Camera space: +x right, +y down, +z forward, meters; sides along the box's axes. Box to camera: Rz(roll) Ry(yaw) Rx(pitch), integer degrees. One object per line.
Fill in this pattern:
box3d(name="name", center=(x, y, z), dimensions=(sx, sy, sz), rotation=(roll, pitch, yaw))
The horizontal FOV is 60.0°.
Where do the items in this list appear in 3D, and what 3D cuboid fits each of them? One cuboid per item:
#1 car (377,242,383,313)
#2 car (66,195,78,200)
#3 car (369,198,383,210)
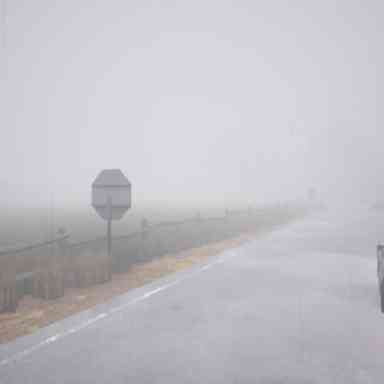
box3d(name="car", center=(4.950, 1.586, 6.968), dimensions=(1.895, 1.301, 4.718), rotation=(0, 0, 28))
box3d(name="car", center=(-26.840, 1.429, 74.618), dimensions=(1.812, 1.442, 4.674), rotation=(0, 0, -6))
box3d(name="car", center=(22.941, 1.442, 40.749), dimensions=(1.812, 1.442, 4.674), rotation=(0, 0, 27))
